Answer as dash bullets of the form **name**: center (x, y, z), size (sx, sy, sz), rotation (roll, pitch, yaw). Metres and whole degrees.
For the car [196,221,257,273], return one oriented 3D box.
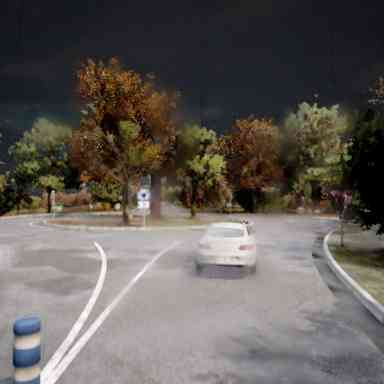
- **car**: center (1.231, 1.720, 11.366), size (1.812, 1.442, 4.674), rotation (0, -1, 8)

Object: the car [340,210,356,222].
- **car**: center (17.113, 2.186, 32.691), size (5.008, 1.535, 1.882), rotation (1, -2, -10)
